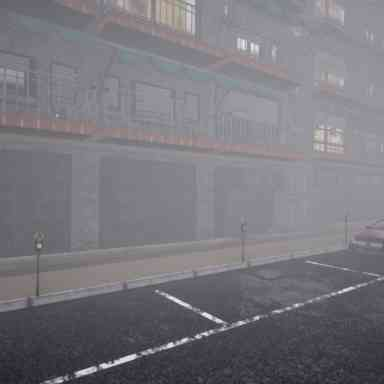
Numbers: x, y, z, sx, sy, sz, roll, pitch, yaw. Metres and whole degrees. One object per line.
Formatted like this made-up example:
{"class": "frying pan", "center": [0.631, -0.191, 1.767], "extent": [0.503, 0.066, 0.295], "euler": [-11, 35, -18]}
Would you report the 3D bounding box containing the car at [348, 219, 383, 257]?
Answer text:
{"class": "car", "center": [7.255, 1.583, 11.728], "extent": [4.206, 1.307, 1.802], "euler": [0, 1, -36]}
